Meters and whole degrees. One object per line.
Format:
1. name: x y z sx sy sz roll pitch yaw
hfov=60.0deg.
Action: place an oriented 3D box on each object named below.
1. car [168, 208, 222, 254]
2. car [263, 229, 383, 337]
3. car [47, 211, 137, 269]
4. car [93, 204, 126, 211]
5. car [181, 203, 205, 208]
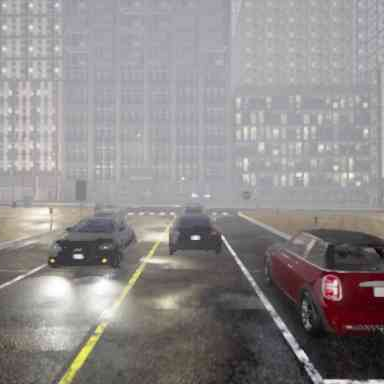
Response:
1. car: 0.111 1.553 13.488 1.994 1.385 4.181 0 0 0
2. car: 2.704 1.435 6.628 1.967 1.590 4.097 1 0 0
3. car: -3.078 1.555 11.015 1.994 1.385 4.181 0 0 0
4. car: -5.798 1.531 23.568 2.008 1.369 4.403 1 0 0
5. car: 0.105 1.542 25.756 1.994 1.385 4.181 0 0 1
